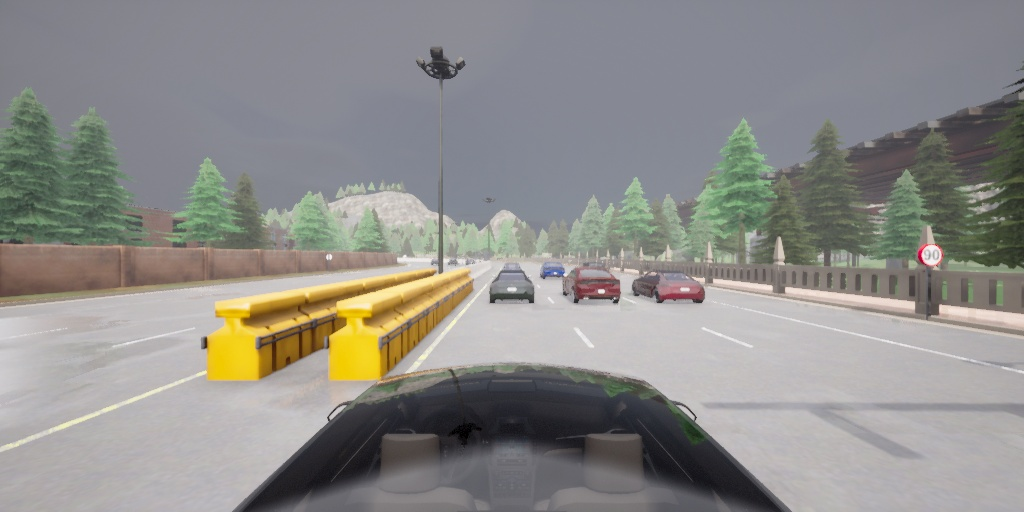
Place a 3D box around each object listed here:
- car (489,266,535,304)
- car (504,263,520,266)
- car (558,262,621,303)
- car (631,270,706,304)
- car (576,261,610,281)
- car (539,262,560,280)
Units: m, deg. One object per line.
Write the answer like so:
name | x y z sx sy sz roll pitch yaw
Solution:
car | 0.000 1.320 16.500 1.994 1.385 4.181 0 0 0
car | 0.000 1.311 31.500 2.033 1.411 5.357 0 0 0
car | 3.500 1.232 16.500 1.882 1.535 5.008 0 0 0
car | 7.000 1.320 16.500 1.994 1.385 4.181 0 0 0
car | 7.000 1.264 31.500 1.837 1.490 4.892 0 0 0
car | 3.500 1.232 31.500 1.882 1.535 5.008 0 0 0
